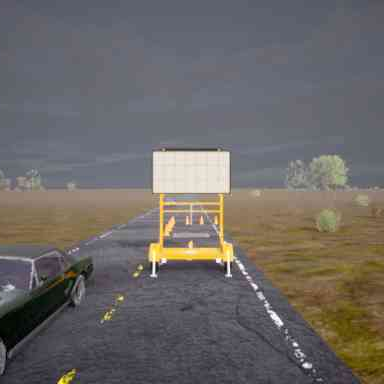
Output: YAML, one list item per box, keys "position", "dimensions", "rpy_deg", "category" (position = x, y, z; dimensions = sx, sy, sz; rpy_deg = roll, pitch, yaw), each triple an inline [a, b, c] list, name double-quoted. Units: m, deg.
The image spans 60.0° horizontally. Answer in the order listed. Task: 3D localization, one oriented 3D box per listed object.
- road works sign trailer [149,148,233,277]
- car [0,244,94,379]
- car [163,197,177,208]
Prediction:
- position: [-0.021, 0.464, 10.236]
  dimensions: [2.380, 3.560, 2.880]
  rpy_deg: [0, 0, 0]
  category: "road works sign trailer"
- position: [-3.106, 1.600, 5.189]
  dimensions: [1.895, 1.301, 4.718]
  rpy_deg: [0, 0, 0]
  category: "car"
- position: [-3.193, 1.488, 47.477]
  dimensions: [2.128, 1.511, 4.902]
  rpy_deg: [0, 0, 0]
  category: "car"
